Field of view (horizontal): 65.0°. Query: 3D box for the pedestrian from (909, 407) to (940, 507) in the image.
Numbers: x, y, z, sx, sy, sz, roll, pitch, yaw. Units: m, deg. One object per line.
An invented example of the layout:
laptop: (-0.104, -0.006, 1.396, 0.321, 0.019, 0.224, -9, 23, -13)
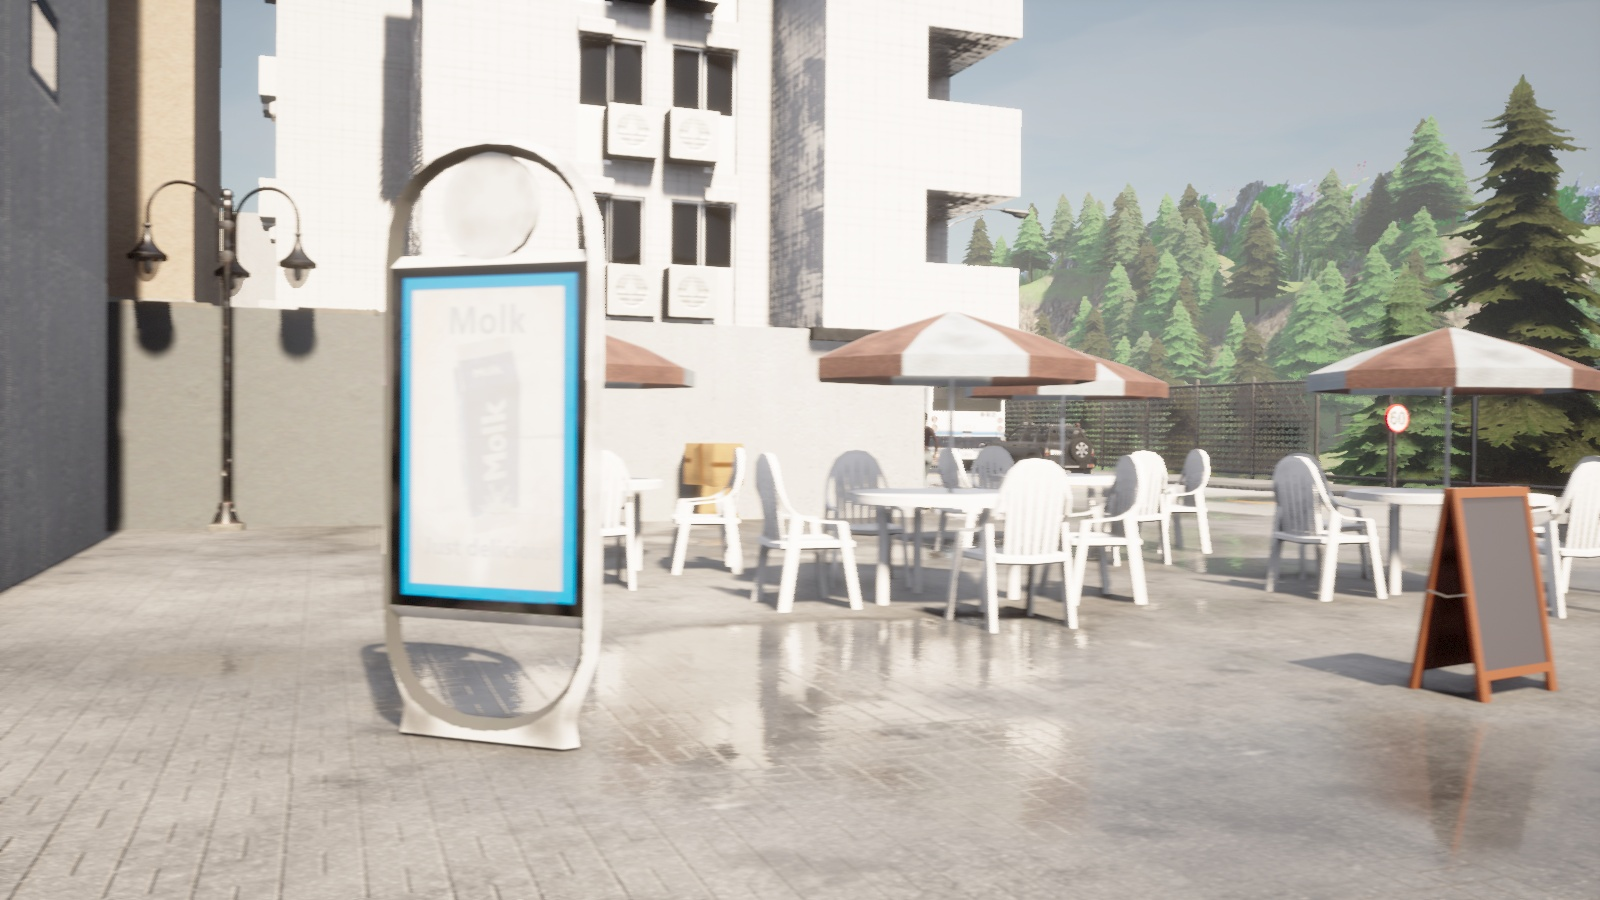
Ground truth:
pedestrian: (2.320, 0.122, 23.430, 0.345, 1.836, 0.594, -1, 1, -21)

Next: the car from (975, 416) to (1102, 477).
car: (7.691, -0.137, 40.991, 1.932, 1.855, 4.605, -1, 1, -21)

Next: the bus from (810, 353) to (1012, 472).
bus: (4.124, -1.442, 50.358, 3.944, 4.253, 10.273, -1, 1, -21)
